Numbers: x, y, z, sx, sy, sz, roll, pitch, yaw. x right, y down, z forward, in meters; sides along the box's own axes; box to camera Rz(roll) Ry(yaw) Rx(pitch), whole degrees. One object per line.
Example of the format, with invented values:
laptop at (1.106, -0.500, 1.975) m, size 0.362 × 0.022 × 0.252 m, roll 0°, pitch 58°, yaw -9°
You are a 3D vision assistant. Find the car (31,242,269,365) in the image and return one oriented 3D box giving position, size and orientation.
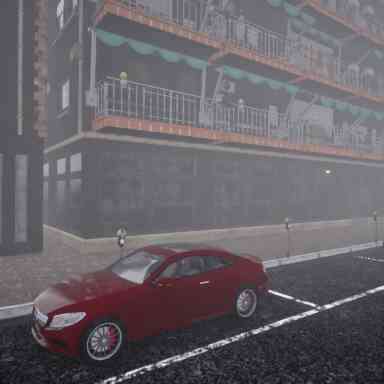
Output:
car at (-0.457, 1.582, 5.760) m, size 4.206 × 1.307 × 1.802 m, roll 0°, pitch 0°, yaw -35°
